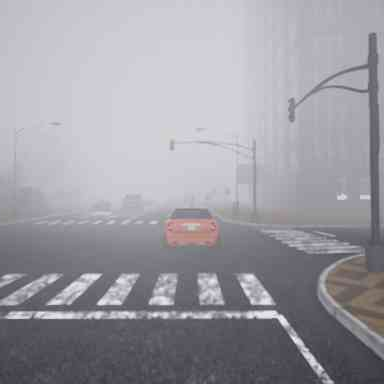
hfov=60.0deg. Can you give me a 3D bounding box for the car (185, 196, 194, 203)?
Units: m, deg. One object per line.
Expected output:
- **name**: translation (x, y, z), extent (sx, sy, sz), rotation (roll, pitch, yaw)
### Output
- **car**: translation (-0.627, 1.597, 71.667), extent (1.895, 1.301, 4.718), rotation (0, 0, -1)

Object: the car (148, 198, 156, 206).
- **car**: translation (-7.045, 1.656, 54.998), extent (1.895, 1.301, 4.718), rotation (0, 0, 0)

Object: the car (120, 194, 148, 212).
- **car**: translation (-6.935, 1.231, 39.448), extent (2.150, 2.045, 5.566), rotation (0, 0, 0)

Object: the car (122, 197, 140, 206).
- **car**: translation (-10.292, 1.609, 56.448), extent (2.033, 1.411, 5.357), rotation (0, 0, 0)

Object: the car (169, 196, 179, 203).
- **car**: translation (-3.877, 1.542, 71.609), extent (2.033, 1.411, 5.357), rotation (0, 0, -1)

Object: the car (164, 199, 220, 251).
- **car**: translation (-0.029, 1.343, 14.267), extent (2.097, 1.767, 4.553), rotation (0, 0, 0)

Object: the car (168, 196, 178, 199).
- **car**: translation (-3.788, 1.607, 61.605), extent (1.812, 1.442, 4.674), rotation (0, 0, -1)

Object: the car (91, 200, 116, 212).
- **car**: translation (-10.175, 1.575, 38.460), extent (1.994, 1.385, 4.181), rotation (0, 0, 0)

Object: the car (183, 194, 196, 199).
- **car**: translation (-0.535, 1.300, 61.248), extent (2.150, 2.045, 5.566), rotation (0, 0, -1)
